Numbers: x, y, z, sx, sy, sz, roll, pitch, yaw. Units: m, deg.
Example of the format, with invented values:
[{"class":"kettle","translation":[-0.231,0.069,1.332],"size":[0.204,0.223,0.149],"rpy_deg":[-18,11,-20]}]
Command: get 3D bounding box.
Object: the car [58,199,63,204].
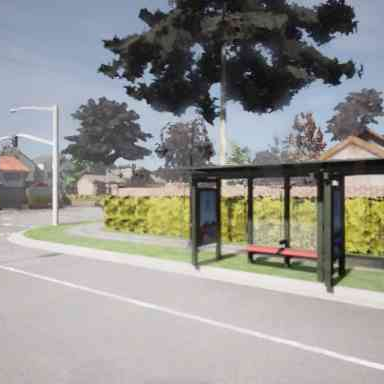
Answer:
[{"class":"car","translation":[-21.998,1.360,52.034],"size":[3.806,1.475,1.970],"rpy_deg":[0,0,36]}]
